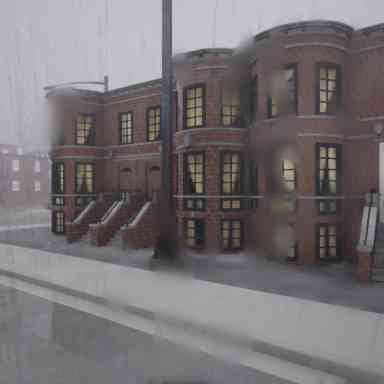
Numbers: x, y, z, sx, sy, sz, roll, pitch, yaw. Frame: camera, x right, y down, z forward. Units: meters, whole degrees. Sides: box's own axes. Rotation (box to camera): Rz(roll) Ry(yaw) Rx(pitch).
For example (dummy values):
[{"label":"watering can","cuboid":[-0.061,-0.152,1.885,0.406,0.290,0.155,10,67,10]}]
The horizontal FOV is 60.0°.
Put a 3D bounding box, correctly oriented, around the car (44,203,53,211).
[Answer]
[{"label":"car","cuboid":[-15.705,1.562,40.475,1.994,1.385,4.181,0,0,35]}]
